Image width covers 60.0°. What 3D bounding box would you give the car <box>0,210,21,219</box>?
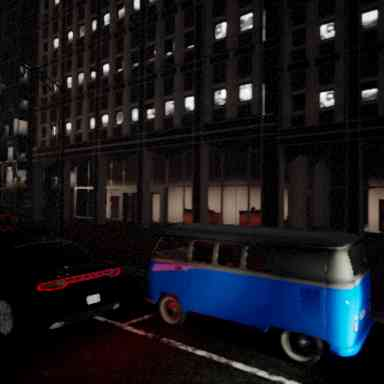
[{"bbox_3d":[-8.187,1.608,12.614,5.009,1.841,2.192,-1,-1,37],"label":"car"}]

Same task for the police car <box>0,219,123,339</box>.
[{"bbox_3d":[-3.705,1.597,7.060,5.238,1.638,1.930,-1,-2,37],"label":"police car"}]

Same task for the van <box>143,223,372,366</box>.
[{"bbox_3d":[0.935,1.504,5.831,3.998,1.788,1.690,-1,-1,37],"label":"van"}]
